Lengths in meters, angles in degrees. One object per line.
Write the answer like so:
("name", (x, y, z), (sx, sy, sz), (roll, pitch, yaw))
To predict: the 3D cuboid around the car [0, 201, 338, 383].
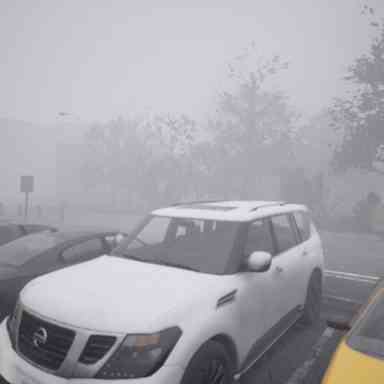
("car", (0.298, 1.197, 4.899), (2.435, 2.045, 5.566), (1, 1, 35))
